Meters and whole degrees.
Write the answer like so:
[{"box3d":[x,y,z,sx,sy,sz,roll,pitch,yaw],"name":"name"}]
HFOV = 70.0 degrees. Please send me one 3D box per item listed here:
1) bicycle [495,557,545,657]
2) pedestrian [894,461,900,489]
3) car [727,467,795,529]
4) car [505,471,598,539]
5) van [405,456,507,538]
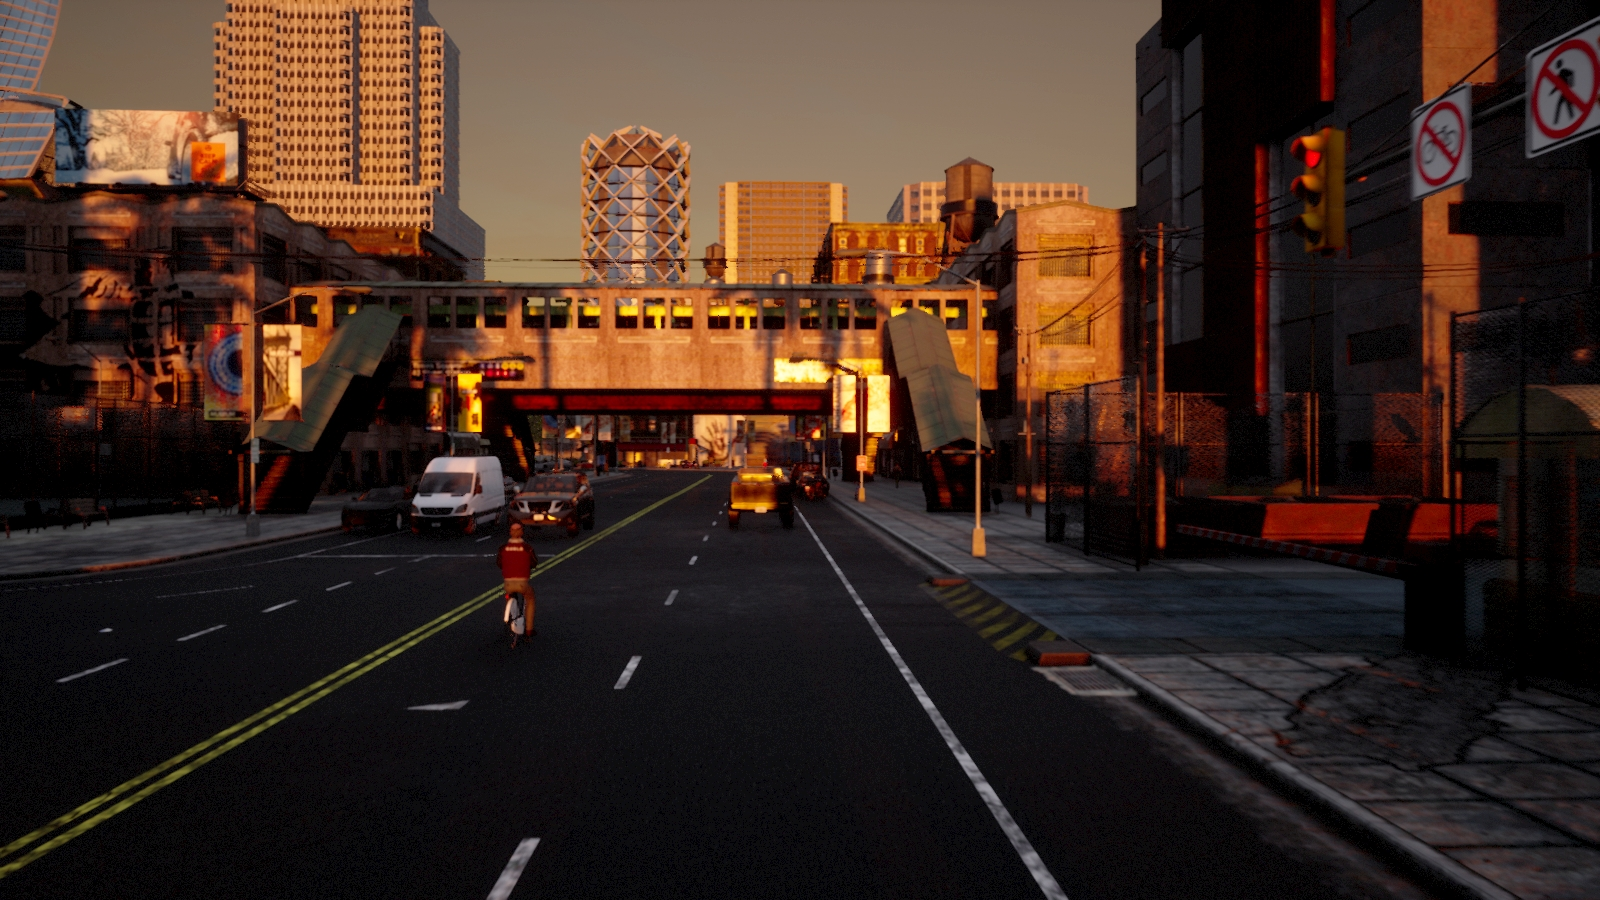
[{"box3d":[-3.998,2.208,16.386,0.329,1.171,1.835,0,0,-2],"name":"bicycle"},{"box3d":[6.614,1.687,77.796,0.375,1.860,0.375,0,0,4],"name":"pedestrian"},{"box3d":[-1.504,1.748,43.557,2.390,2.098,6.274,0,0,-2],"name":"car"},{"box3d":[-8.328,1.776,38.833,2.150,2.045,5.566,0,0,-2],"name":"car"},{"box3d":[-11.868,1.529,39.841,1.988,2.561,5.915,0,0,-2],"name":"van"}]
